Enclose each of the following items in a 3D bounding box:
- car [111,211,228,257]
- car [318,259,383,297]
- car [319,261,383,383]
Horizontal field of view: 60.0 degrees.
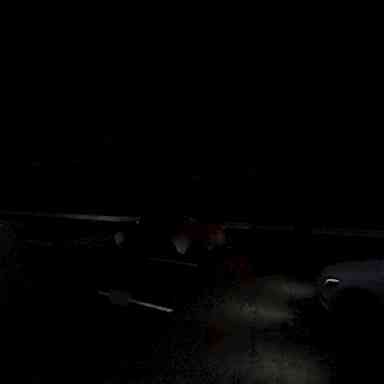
[{"bbox_3d":[-1.016,1.474,13.084,5.008,1.535,1.882,0,0,34],"label":"car"},{"bbox_3d":[4.431,1.526,5.118,4.674,1.442,1.812,0,0,35],"label":"car"},{"bbox_3d":[3.248,1.527,1.668,4.674,1.442,1.812,0,0,35],"label":"car"}]
